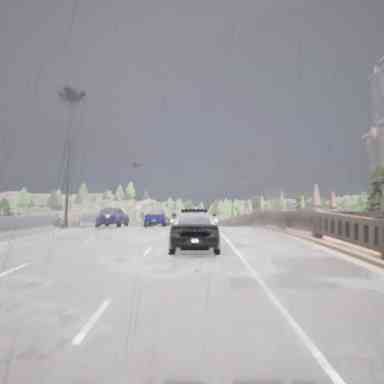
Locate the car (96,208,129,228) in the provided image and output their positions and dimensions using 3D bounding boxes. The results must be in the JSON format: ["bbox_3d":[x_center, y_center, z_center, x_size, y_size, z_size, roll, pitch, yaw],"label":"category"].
[{"bbox_3d":[-6.910,2.211,29.374,2.097,1.767,4.553,0,-5,0],"label":"car"}]

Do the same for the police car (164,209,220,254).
[{"bbox_3d":[0.095,1.519,14.019,1.930,1.638,5.238,0,-1,0],"label":"police car"}]

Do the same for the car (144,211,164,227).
[{"bbox_3d":[-3.410,2.575,32.168,1.882,1.535,5.008,0,-5,0],"label":"car"}]

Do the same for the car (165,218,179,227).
[{"bbox_3d":[-3.420,5.354,57.875,2.128,1.511,4.902,0,-6,0],"label":"car"}]

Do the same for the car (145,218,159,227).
[{"bbox_3d":[-6.918,5.350,57.720,1.837,1.490,4.892,0,-6,0],"label":"car"}]

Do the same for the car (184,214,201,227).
[{"bbox_3d":[0.088,3.380,38.891,1.895,1.301,4.718,0,-6,0],"label":"car"}]
